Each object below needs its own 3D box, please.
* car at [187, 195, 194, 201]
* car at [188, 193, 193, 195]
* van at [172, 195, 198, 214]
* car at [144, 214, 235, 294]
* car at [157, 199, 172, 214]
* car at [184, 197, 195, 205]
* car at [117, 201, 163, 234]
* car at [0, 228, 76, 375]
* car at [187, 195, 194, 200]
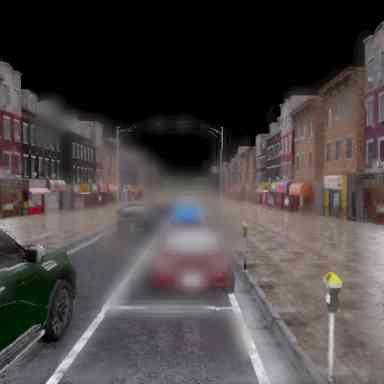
[{"bbox_3d":[-0.398,1.541,86.399,1.947,1.339,4.313,-1,0,0],"label":"car"},{"bbox_3d":[-0.404,1.302,36.607,2.192,1.841,5.009,-1,0,0],"label":"car"},{"bbox_3d":[-0.403,1.331,25.542,1.690,1.788,3.998,-1,0,0],"label":"van"},{"bbox_3d":[0.003,1.522,8.652,1.812,1.442,4.674,0,0,0],"label":"car"},{"bbox_3d":[-2.964,1.464,35.399,1.882,1.535,5.008,0,0,0],"label":"car"},{"bbox_3d":[-0.397,1.562,58.737,1.802,1.307,4.206,-1,0,0],"label":"car"},{"bbox_3d":[-2.974,1.499,19.152,1.837,1.490,4.892,0,0,1],"label":"car"},{"bbox_3d":[-3.020,1.222,3.267,2.150,2.045,5.566,0,0,0],"label":"car"},{"bbox_3d":[-0.397,1.541,91.932,1.947,1.339,4.313,-1,0,0],"label":"car"}]
